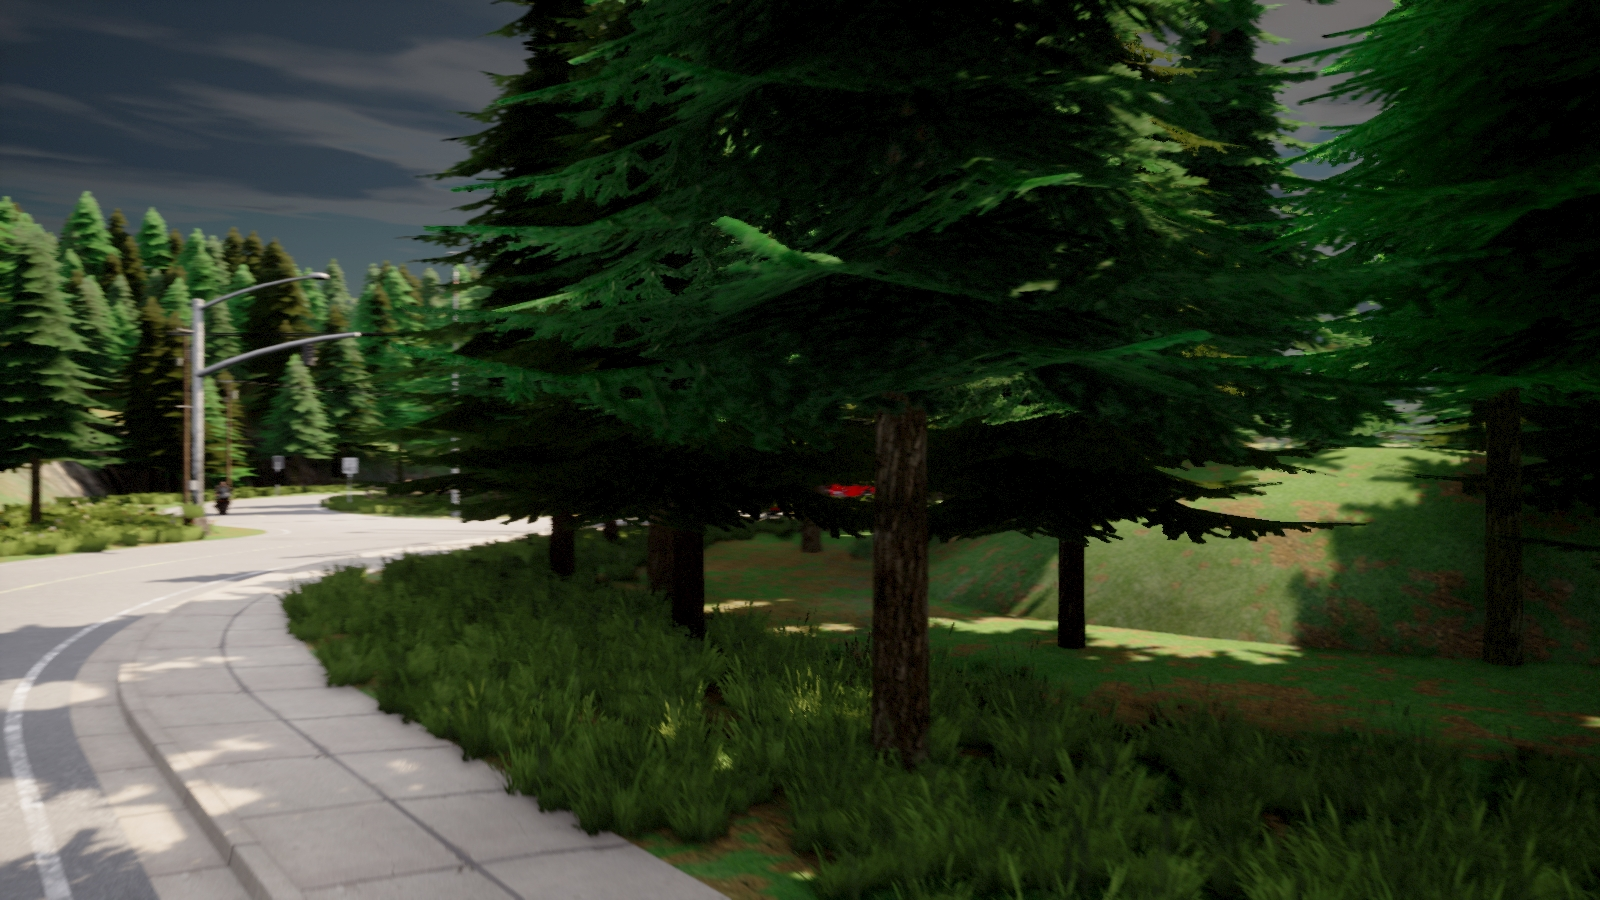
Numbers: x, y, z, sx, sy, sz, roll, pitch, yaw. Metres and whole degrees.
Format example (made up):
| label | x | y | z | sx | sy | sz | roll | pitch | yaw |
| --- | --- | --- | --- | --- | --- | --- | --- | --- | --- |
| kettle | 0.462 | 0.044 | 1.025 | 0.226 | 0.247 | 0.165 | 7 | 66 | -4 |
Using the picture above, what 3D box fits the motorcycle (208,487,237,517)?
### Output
| label | x | y | z | sx | sy | sz | roll | pitch | yaw |
| --- | --- | --- | --- | --- | --- | --- | --- | --- | --- |
| motorcycle | -25.828 | 2.288 | 51.055 | 0.867 | 1.251 | 2.209 | 1 | -1 | -34 |
